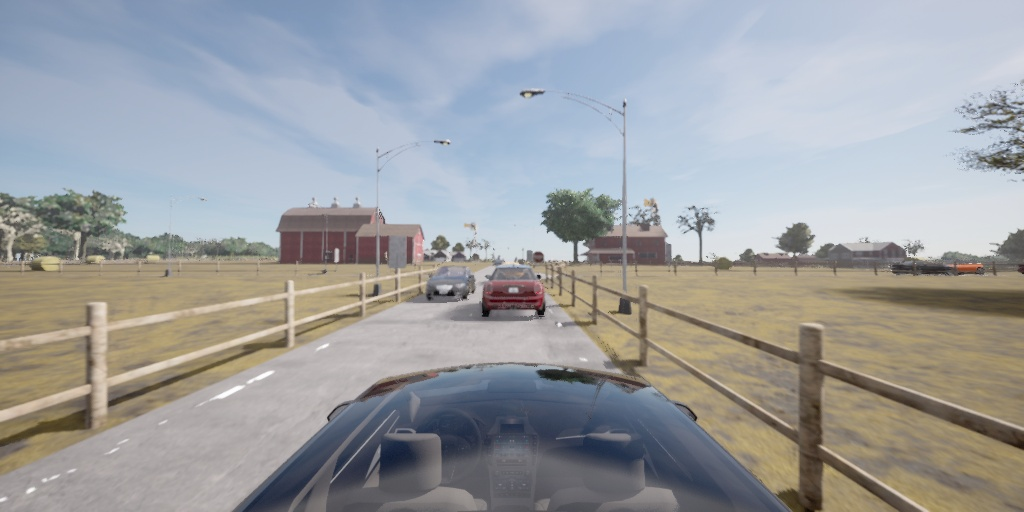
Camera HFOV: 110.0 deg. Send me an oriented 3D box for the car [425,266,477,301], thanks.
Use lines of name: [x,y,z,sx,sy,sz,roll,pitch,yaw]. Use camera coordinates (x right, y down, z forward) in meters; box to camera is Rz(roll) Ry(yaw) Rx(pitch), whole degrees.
car: [-2.826,1.230,17.362,2.128,1.511,4.902,0,0,0]

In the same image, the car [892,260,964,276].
car: [41.274,1.198,35.931,5.008,1.535,1.882,0,-2,1]

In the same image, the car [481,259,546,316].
car: [0.063,1.091,13.439,2.097,1.767,4.553,0,0,0]

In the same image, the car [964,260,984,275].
car: [47.617,1.189,38.718,4.553,1.767,2.097,0,-2,0]
